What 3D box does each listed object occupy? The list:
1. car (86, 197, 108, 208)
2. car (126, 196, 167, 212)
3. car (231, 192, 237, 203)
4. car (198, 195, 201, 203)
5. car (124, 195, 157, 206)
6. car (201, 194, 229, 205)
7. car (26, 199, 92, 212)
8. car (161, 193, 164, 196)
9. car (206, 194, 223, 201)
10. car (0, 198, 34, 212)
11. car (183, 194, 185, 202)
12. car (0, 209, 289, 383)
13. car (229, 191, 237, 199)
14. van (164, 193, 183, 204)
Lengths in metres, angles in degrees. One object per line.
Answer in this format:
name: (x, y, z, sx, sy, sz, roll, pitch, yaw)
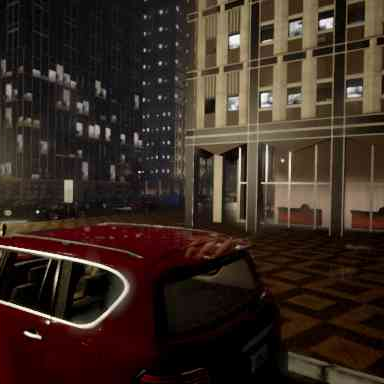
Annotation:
car: (-12.273, 1.297, 40.801, 1.947, 1.339, 4.313, 2, 1, 30)
car: (-4.947, 1.486, 36.733, 1.802, 1.307, 4.206, 2, 1, 30)
car: (9.362, 1.262, 61.293, 1.752, 1.417, 4.829, 2, 1, 30)
car: (1.759, 1.180, 59.557, 1.812, 1.442, 4.674, 1, 1, 30)
car: (-7.108, 1.314, 44.525, 1.994, 1.385, 4.181, 1, 1, 30)
car: (3.589, 1.245, 51.379, 1.967, 1.590, 4.097, 2, 1, 30)
car: (-10.636, 1.536, 26.967, 1.947, 1.339, 4.313, 2, 1, 30)
car: (-6.578, 1.105, 50.572, 1.967, 1.590, 4.097, 2, 1, 30)
car: (4.806, 1.077, 70.119, 1.887, 1.381, 4.507, 2, 1, 30)
car: (-15.615, 1.353, 29.931, 1.837, 1.490, 4.892, 1, 1, 30)
car: (-0.885, 1.039, 60.345, 1.967, 1.590, 4.097, 2, 1, 30)
car: (-1.434, 1.314, 3.875, 5.009, 1.841, 2.192, 0, 1, 36)
car: (10.503, 0.781, 79.888, 2.192, 1.841, 5.009, 2, 1, 30)
van: (-3.730, 0.973, 55.457, 1.690, 1.788, 3.998, 2, 1, 30)
